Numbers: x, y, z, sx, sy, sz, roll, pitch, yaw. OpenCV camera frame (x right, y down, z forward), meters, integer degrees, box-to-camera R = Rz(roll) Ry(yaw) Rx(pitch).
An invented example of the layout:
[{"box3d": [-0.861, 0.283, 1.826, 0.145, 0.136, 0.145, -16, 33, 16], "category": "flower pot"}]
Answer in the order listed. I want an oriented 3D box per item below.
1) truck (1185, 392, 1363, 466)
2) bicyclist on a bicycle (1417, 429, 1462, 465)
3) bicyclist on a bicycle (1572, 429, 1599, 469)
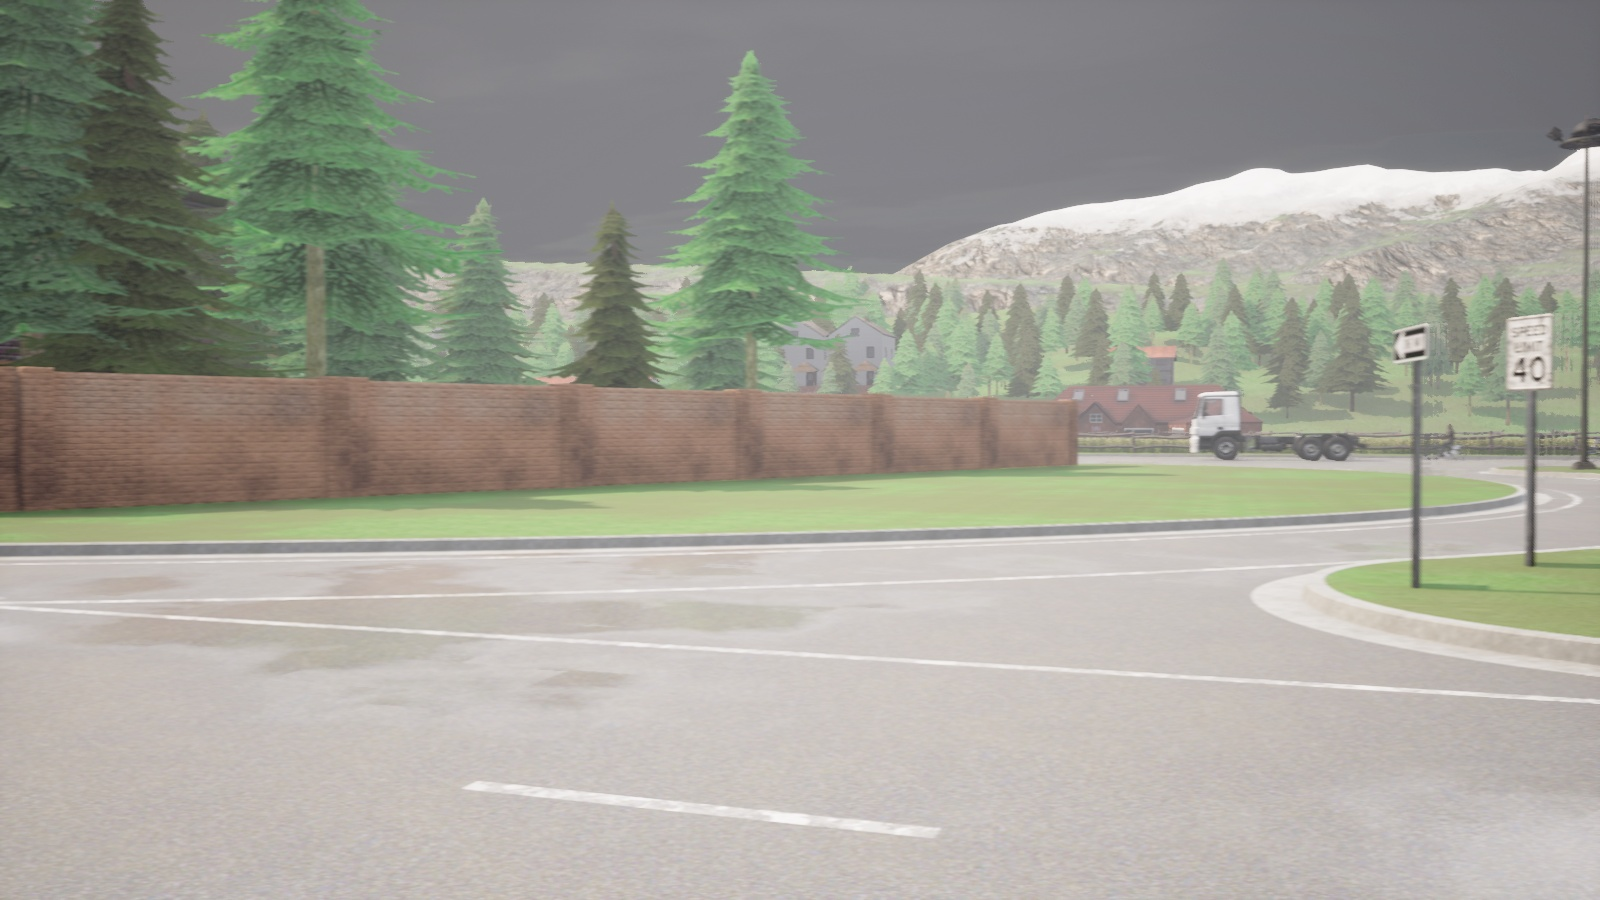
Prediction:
[{"box3d": [23.069, -1.049, 61.506, 7.936, 3.462, 2.891, 1, 1, 19], "category": "truck"}, {"box3d": [31.708, -0.156, 62.282, 1.843, 1.776, 0.659, 1, 1, 19], "category": "bicyclist on a bicycle"}, {"box3d": [36.245, -0.039, 57.047, 1.843, 1.776, 0.659, 1, 1, 19], "category": "bicyclist on a bicycle"}]
